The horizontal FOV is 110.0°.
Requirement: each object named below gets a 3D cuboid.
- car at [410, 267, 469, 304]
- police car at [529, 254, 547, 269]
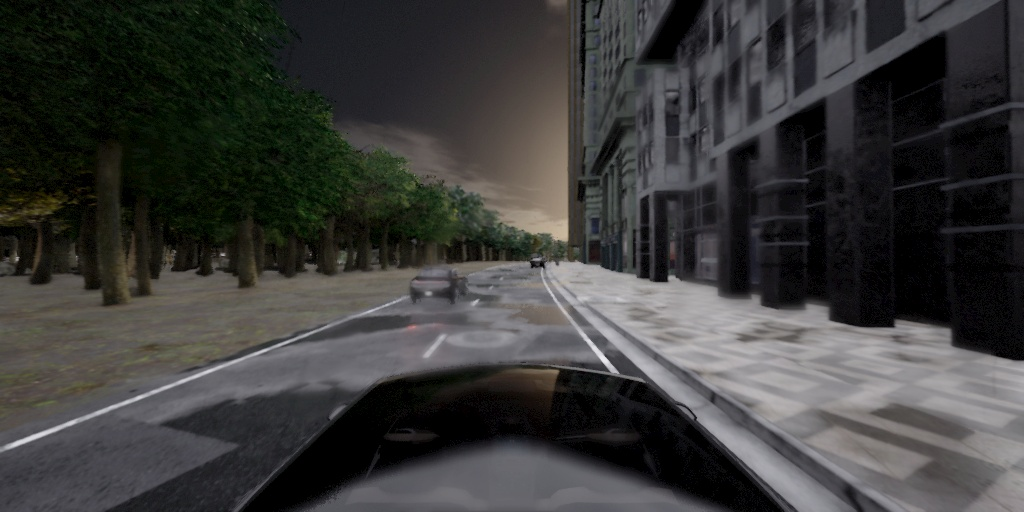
[{"bbox_3d":[-3.136,1.230,16.200,2.128,1.511,4.902,0,0,2],"label":"car"},{"bbox_3d":[3.570,0.899,49.004,1.930,1.638,5.238,0,1,6],"label":"police car"}]
